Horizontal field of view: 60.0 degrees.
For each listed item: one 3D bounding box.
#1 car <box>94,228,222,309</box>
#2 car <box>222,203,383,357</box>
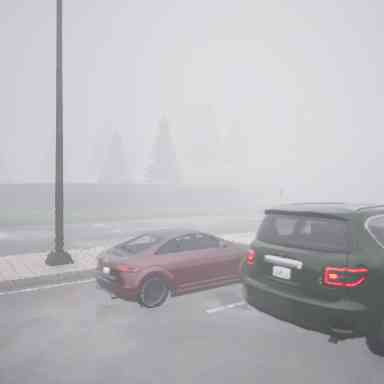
[{"bbox_3d":[-0.133,1.563,7.954,4.181,1.385,1.994,0,0,-35],"label":"car"},{"bbox_3d":[3.430,1.220,6.193,5.566,2.045,2.150,0,0,-35],"label":"car"}]
